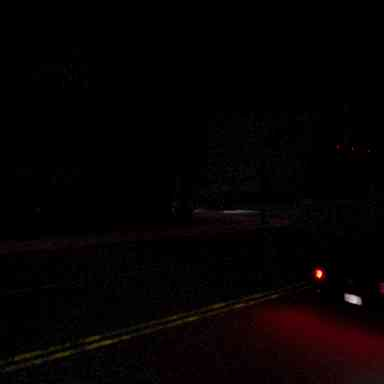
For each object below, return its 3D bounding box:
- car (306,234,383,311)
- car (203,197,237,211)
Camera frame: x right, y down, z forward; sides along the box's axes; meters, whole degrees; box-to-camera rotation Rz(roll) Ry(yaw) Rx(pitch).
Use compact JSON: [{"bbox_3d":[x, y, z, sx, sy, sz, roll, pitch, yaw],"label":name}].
[{"bbox_3d":[4.634,1.580,7.090,4.718,1.301,1.895,0,0,-35],"label":"car"},{"bbox_3d":[3.301,1.435,40.110,1.837,1.490,4.892,0,0,-36],"label":"car"}]
